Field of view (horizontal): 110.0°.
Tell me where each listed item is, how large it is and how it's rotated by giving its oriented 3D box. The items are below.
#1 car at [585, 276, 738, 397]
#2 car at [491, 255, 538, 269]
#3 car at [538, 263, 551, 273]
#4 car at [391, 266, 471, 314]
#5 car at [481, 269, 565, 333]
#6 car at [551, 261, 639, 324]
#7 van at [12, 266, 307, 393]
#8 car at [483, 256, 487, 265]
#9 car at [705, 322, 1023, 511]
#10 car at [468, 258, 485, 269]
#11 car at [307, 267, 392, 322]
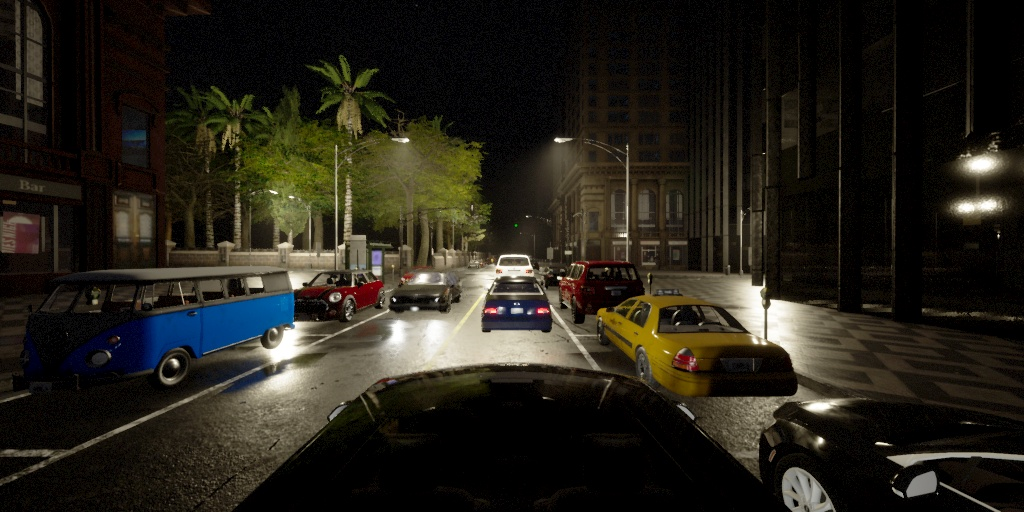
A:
[{"bbox_3d":[2.766,1.274,6.629,1.751,1.417,4.829,0,0,0],"label":"car"},{"bbox_3d":[0.115,0.966,21.281,2.150,2.045,5.566,0,0,0],"label":"car"},{"bbox_3d":[2.778,1.309,22.735,1.948,1.339,4.313,0,0,0],"label":"car"},{"bbox_3d":[-3.068,1.295,13.985,2.033,1.411,5.357,0,0,0],"label":"car"},{"bbox_3d":[0.109,1.295,10.706,2.033,1.411,5.357,0,0,0],"label":"car"},{"bbox_3d":[2.770,1.062,11.884,2.192,1.841,5.009,0,0,0],"label":"car"},{"bbox_3d":[-5.759,1.090,6.480,1.690,1.789,3.998,0,0,0],"label":"van"},{"bbox_3d":[-5.721,1.155,60.038,1.967,1.591,4.097,0,0,0],"label":"car"},{"bbox_3d":[2.762,1.300,1.033,2.007,1.370,4.403,0,0,0],"label":"car"},{"bbox_3d":[-5.725,1.270,54.618,2.007,1.370,4.403,0,0,0],"label":"car"},{"bbox_3d":[-5.756,1.187,11.906,1.967,1.591,4.097,0,0,0],"label":"car"}]
